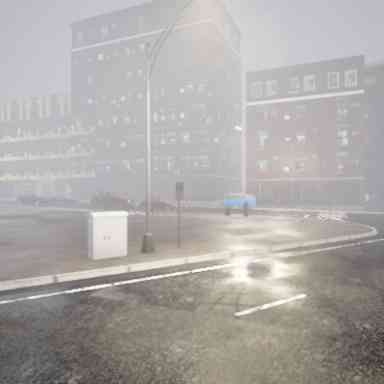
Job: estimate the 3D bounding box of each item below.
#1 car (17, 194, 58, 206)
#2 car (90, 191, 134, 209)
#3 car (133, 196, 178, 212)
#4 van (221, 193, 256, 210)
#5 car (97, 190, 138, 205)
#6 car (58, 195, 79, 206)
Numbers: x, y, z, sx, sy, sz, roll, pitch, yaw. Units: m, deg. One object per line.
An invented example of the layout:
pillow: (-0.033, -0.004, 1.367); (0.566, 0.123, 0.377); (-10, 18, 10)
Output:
car: (-18.705, 0.886, 39.494); (4.507, 1.381, 1.887); (1, -1, 24)
car: (-8.375, 0.867, 34.980); (5.009, 1.841, 2.192); (1, -1, 24)
car: (-3.222, 1.237, 32.720); (4.206, 1.307, 1.802); (1, -1, 24)
van: (5.395, 1.086, 38.102); (3.998, 1.788, 1.690); (1, -1, 24)
car: (-10.082, 0.751, 44.873); (5.009, 1.841, 2.192); (1, -1, 24)
car: (-16.376, 0.965, 41.305); (4.718, 1.301, 1.895); (1, 1, 24)
